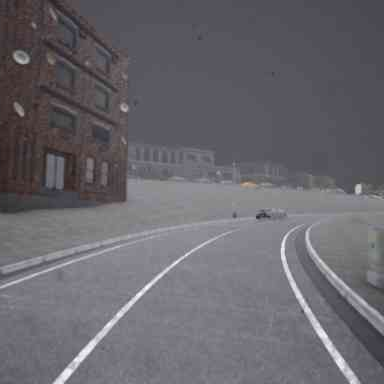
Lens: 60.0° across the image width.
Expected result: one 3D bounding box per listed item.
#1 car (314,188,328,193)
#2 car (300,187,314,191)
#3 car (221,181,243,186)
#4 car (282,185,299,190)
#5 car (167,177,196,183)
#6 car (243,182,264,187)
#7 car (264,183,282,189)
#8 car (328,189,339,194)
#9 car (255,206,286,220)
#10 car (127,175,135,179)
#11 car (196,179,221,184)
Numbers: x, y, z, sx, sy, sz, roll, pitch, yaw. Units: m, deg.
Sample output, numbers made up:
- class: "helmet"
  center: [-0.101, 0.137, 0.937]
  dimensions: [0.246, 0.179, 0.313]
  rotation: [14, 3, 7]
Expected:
- class: "car"
  center: [30.479, -0.144, 82.302]
  dimensions: [4.892, 1.521, 2.231]
  rotation: [4, -6, -35]
- class: "car"
  center: [26.074, -0.397, 79.151]
  dimensions: [4.674, 1.452, 2.002]
  rotation: [4, -6, -34]
- class: "car"
  center: [7.283, -1.516, 67.170]
  dimensions: [4.674, 1.452, 2.002]
  rotation: [3, -5, -29]
- class: "car"
  center: [21.522, -0.696, 76.044]
  dimensions: [4.792, 1.488, 2.163]
  rotation: [3, -6, -33]
- class: "car"
  center: [-2.397, -2.035, 61.829]
  dimensions: [4.892, 1.521, 2.231]
  rotation: [3, -5, -28]
- class: "car"
  center: [12.051, -1.290, 69.998]
  dimensions: [5.008, 1.535, 2.097]
  rotation: [3, -5, -31]
- class: "car"
  center: [16.737, -1.142, 72.922]
  dimensions: [4.553, 1.767, 2.185]
  rotation: [3, -6, -32]
- class: "car"
  center: [34.984, 0.060, 85.685]
  dimensions: [4.553, 1.767, 2.185]
  rotation: [4, -6, -37]
- class: "car"
  center: [8.269, 2.171, 34.776]
  dimensions: [1.994, 1.385, 4.181]
  rotation: [-3, -3, 37]
- class: "car"
  center: [-12.024, -2.584, 56.658]
  dimensions: [4.553, 1.767, 2.185]
  rotation: [2, -5, -28]
- class: "car"
  center: [2.456, -1.808, 64.450]
  dimensions: [4.892, 1.521, 2.231]
  rotation: [3, -5, -28]
